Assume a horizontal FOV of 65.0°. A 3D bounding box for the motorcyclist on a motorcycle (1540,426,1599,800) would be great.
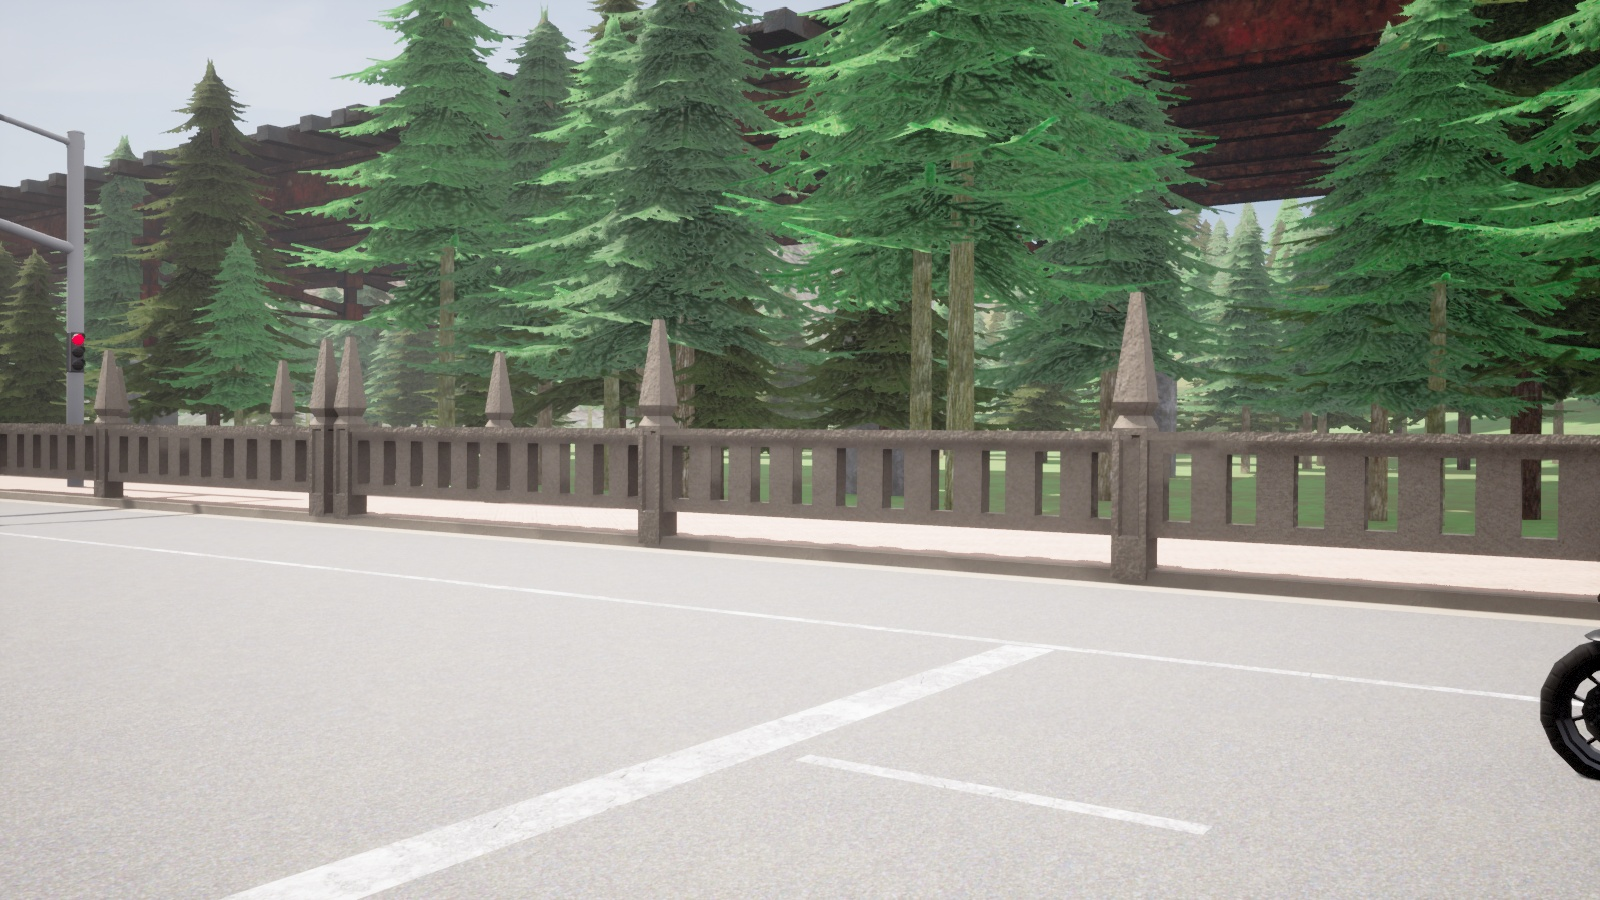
[{"bbox_3d":[4.247,0.660,5.004,2.191,1.530,0.866,0,1,34],"label":"motorcyclist on a motorcycle"}]
